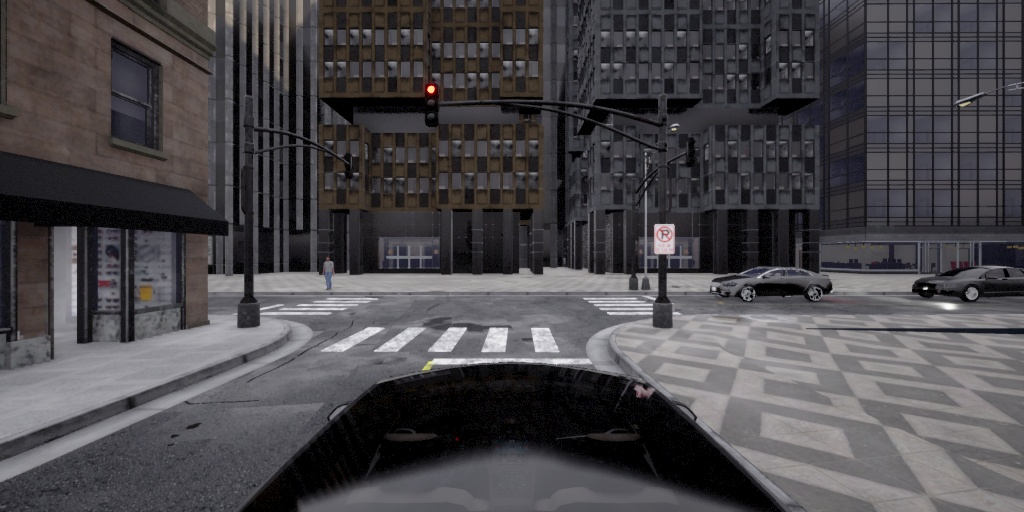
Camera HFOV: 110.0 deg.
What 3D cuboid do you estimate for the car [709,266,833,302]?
[{"bbox_3d":[11.635,1.222,16.289,4.902,1.511,2.128,0,0,0],"label":"car"}]

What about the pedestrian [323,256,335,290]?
[{"bbox_3d":[-9.927,0.902,19.470,0.375,1.860,0.375,0,0,0],"label":"pedestrian"}]

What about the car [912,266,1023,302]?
[{"bbox_3d":[21.155,1.223,16.221,4.892,1.490,1.837,0,0,1],"label":"car"}]
